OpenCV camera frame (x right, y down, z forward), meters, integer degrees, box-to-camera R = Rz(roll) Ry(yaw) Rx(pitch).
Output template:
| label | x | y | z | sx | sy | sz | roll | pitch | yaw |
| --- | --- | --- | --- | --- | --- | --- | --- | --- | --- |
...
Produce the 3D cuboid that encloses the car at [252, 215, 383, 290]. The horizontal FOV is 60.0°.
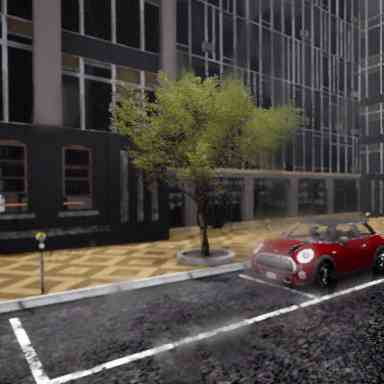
| label | x | y | z | sx | sy | sz | roll | pitch | yaw |
| --- | --- | --- | --- | --- | --- | --- | --- | --- | --- |
| car | 3.523 | 1.476 | 9.105 | 4.097 | 1.590 | 1.967 | 0 | -1 | -35 |
